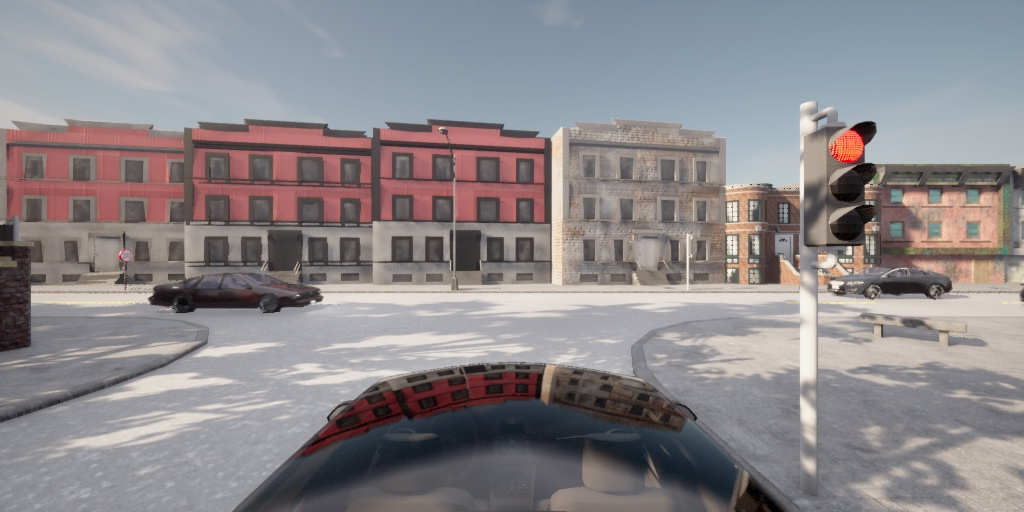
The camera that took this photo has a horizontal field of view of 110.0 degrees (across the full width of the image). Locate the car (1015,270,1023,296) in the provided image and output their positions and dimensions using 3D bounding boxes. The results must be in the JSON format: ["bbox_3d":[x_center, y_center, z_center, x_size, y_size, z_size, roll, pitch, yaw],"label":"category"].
[{"bbox_3d":[28.051,1.351,17.361,4.718,1.301,1.895,0,0,0],"label":"car"}]

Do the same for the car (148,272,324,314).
[{"bbox_3d":[-9.963,1.298,13.147,5.357,1.411,2.033,0,0,0],"label":"car"}]

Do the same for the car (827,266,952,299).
[{"bbox_3d":[18.123,1.242,17.366,4.902,1.511,2.128,0,0,0],"label":"car"}]

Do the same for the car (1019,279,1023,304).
[{"bbox_3d":[21.780,1.314,13.170,4.181,1.385,1.994,0,0,0],"label":"car"}]
